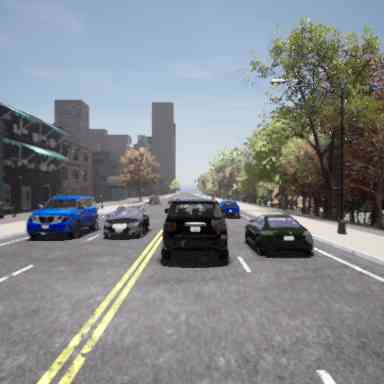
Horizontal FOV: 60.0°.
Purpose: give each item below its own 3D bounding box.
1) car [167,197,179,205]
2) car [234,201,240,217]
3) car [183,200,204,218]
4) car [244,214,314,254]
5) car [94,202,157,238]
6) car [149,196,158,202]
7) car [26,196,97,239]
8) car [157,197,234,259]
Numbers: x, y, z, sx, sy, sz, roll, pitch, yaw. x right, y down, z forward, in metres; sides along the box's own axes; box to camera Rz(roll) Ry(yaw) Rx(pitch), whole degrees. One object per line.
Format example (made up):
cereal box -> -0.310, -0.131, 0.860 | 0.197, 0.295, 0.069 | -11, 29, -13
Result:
car -> -3.281, 1.627, 58.815 | 1.895, 1.301, 4.718 | 0, 0, 1
car -> 3.355, 1.492, 31.397 | 1.882, 1.535, 5.008 | 0, 0, 0
car -> 0.105, 1.540, 30.917 | 1.812, 1.442, 4.674 | 0, 0, 0
car -> 3.351, 1.571, 13.508 | 1.994, 1.385, 4.181 | 0, 0, 0
car -> -3.346, 1.500, 17.751 | 2.128, 1.511, 4.902 | 0, 0, 0
car -> -6.534, 1.530, 58.786 | 1.837, 1.490, 4.892 | 0, 0, 1
car -> -6.598, 1.230, 17.717 | 2.150, 2.045, 5.566 | 0, 0, 0
car -> 0.102, 1.228, 12.750 | 2.150, 2.045, 5.566 | 0, 0, 0
